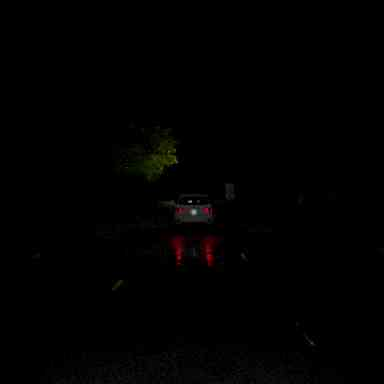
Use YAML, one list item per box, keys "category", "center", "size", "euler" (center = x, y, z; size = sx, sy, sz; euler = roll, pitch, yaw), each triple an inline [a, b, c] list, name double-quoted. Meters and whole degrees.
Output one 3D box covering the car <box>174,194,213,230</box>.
- category: "car"
  center: [0.097, 1.110, 20.196]
  size: [2.150, 2.045, 5.566]
  euler: [0, 0, 0]
